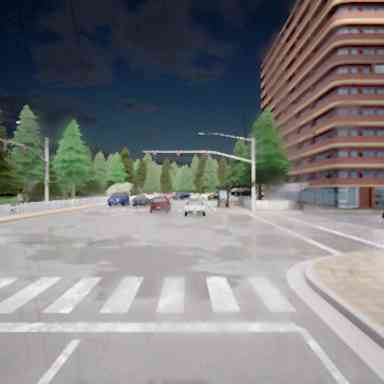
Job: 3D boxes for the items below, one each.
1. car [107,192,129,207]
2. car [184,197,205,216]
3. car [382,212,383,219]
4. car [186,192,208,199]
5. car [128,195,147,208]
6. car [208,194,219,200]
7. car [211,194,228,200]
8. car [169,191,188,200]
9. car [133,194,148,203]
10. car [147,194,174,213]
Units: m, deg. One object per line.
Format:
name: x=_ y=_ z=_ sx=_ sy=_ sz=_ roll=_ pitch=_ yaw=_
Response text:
car: x=-10.332 y=0.998 z=47.224 sx=2.150 sy=2.045 sz=5.566 roll=0 pitch=0 yaw=1
car: x=0.271 y=1.478 z=31.681 sx=1.895 sy=1.301 sz=4.718 roll=0 pitch=0 yaw=0
car: x=16.222 y=1.506 z=24.201 sx=4.181 sy=1.385 sz=1.994 roll=0 pitch=0 yaw=1
car: x=1.114 y=1.167 z=75.908 sx=1.812 sy=1.442 sz=4.674 roll=0 pitch=0 yaw=30
car: x=-6.850 y=1.333 z=45.412 sx=2.033 sy=1.411 sz=5.357 roll=0 pitch=0 yaw=0
car: x=5.156 y=1.168 z=76.025 sx=2.128 sy=1.511 sz=4.902 roll=0 pitch=0 yaw=30
car: x=6.959 y=1.191 z=84.325 sx=1.895 sy=1.301 sz=4.718 roll=0 pitch=0 yaw=44
car: x=-2.377 y=0.862 z=76.792 sx=2.150 sy=2.045 sz=5.566 roll=0 pitch=0 yaw=27
car: x=-9.788 y=1.226 z=63.507 sx=1.812 sy=1.442 sz=4.674 roll=0 pitch=0 yaw=6
car: x=-3.217 y=1.323 z=34.788 sx=1.882 sy=1.535 sz=5.008 roll=0 pitch=1 yaw=0
